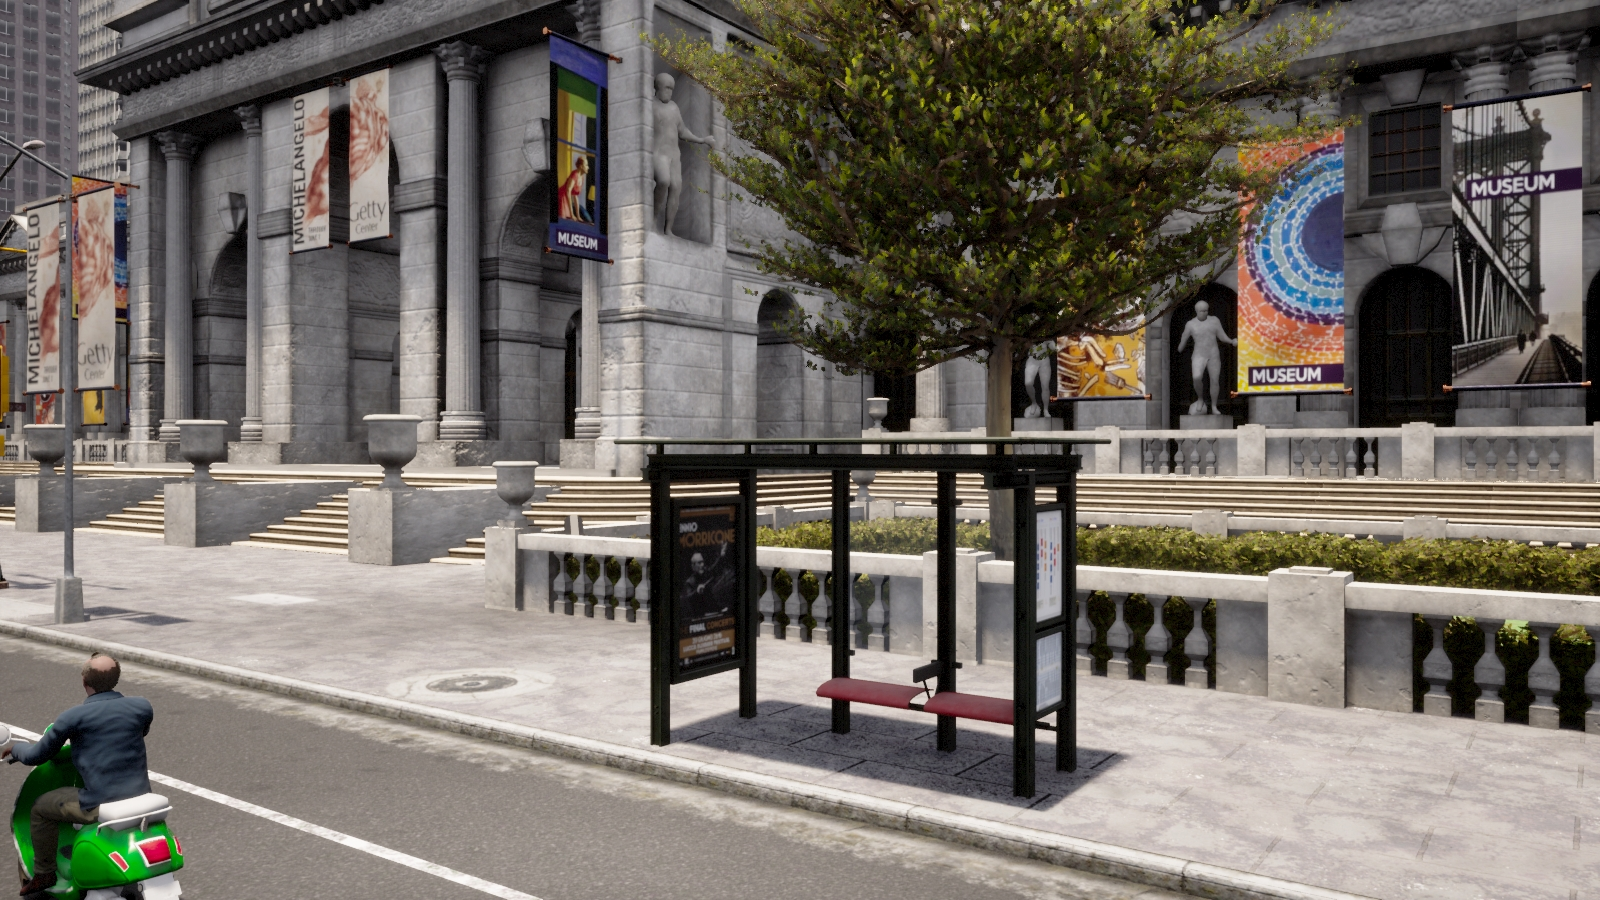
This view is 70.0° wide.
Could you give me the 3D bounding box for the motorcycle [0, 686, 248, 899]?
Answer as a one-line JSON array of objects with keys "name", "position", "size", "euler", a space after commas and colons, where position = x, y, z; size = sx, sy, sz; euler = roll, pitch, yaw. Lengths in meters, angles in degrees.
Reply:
[{"name": "motorcycle", "position": [-4.138, 2.179, 6.693], "size": [1.805, 1.236, 0.856], "euler": [0, 0, 35]}]
